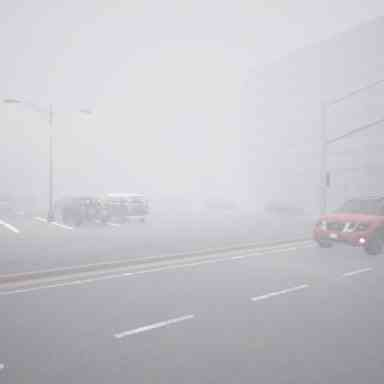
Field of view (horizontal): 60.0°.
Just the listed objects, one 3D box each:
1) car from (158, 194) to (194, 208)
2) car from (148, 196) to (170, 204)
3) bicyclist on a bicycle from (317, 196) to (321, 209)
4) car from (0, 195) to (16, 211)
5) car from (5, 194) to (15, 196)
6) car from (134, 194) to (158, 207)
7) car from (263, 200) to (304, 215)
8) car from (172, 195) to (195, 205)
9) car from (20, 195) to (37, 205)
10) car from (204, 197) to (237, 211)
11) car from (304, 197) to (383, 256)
[{"bbox_3d":[-2.495,1.277,50.746,2.150,2.045,5.566,0,0,-36],"label":"car"},{"bbox_3d":[-6.941,1.603,69.385,2.033,1.411,5.357,0,0,-35],"label":"car"},{"bbox_3d":[16.570,1.356,42.879,1.656,1.620,0.582,0,0,-35],"label":"bicyclist on a bicycle"},{"bbox_3d":[-21.753,1.451,37.932,1.970,1.475,3.806,0,0,-35],"label":"car"},{"bbox_3d":[-29.620,1.212,53.761,1.905,1.878,3.866,0,0,-35],"label":"car"},{"bbox_3d":[-8.871,1.547,66.054,2.128,1.511,4.902,0,0,-35],"label":"car"},{"bbox_3d":[9.356,1.581,34.107,1.812,1.442,4.674,0,0,-36],"label":"car"},{"bbox_3d":[-1.573,1.407,61.855,2.097,1.767,4.553,0,0,-35],"label":"car"},{"bbox_3d":[-27.224,1.209,55.386,1.932,1.855,4.605,0,0,-35],"label":"car"},{"bbox_3d":[3.599,1.407,42.168,2.097,1.767,4.553,0,0,-35],"label":"car"},{"bbox_3d":[7.311,1.220,13.553,5.566,2.045,2.150,0,0,-36],"label":"car"}]
